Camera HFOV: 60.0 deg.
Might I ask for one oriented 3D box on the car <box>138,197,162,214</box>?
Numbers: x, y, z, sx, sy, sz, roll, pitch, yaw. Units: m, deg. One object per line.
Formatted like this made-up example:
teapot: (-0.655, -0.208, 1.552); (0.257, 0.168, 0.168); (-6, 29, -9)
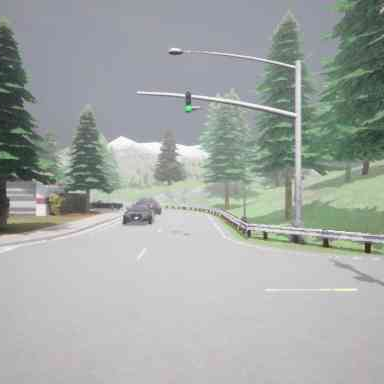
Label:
car: (-4.572, 1.352, 34.183); (2.097, 1.767, 4.553); (0, 0, -19)

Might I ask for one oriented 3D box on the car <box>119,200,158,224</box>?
car: (-3.807, 1.564, 24.387); (1.994, 1.385, 4.181); (0, 0, -2)

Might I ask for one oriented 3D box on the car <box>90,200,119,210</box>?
car: (-11.092, 1.608, 41.967); (4.718, 1.301, 1.895); (0, 0, 15)
